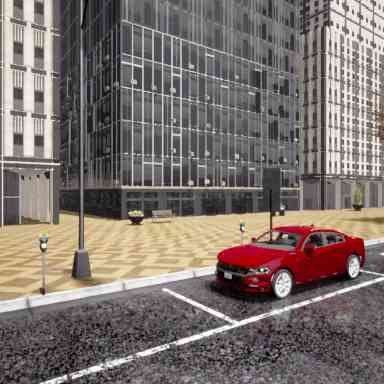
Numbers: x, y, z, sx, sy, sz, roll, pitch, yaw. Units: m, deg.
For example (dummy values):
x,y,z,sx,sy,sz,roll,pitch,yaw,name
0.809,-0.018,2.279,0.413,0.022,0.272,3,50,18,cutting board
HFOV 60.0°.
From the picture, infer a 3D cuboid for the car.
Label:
x,y,z,sx,sy,sz,roll,pitch,yaw,name
2.596,1.545,8.414,4.507,1.381,1.887,0,0,-36,car
